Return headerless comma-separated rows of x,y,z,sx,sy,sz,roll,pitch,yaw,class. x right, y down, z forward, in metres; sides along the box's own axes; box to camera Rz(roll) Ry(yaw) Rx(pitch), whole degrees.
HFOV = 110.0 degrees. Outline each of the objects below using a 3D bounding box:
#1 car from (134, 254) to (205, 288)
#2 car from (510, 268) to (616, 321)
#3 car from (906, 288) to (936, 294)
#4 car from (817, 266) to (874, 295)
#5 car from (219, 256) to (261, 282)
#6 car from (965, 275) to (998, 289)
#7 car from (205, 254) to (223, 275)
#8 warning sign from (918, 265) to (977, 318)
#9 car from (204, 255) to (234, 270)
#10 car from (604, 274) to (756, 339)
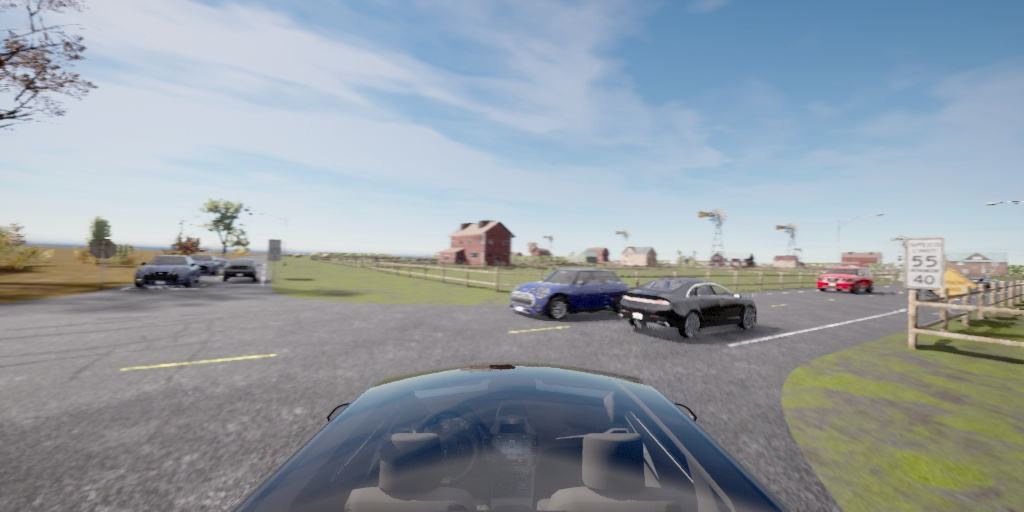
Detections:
-18.693,0.733,19.649,2.097,1.767,4.553,2,-1,-35,car
2.178,1.227,13.124,4.553,1.767,2.097,2,0,-31,car
31.839,2.365,27.178,4.718,1.301,1.895,2,0,-31,car
26.064,1.835,27.970,5.566,2.045,2.150,2,0,-31,car
-18.814,0.948,24.971,1.837,1.490,4.892,2,-1,-35,car
47.610,2.726,36.559,4.902,1.511,2.128,2,0,-30,car
-25.498,0.639,29.490,2.097,1.767,4.553,2,-1,-34,car
16.786,1.393,13.766,1.060,1.860,1.300,0,0,-32,warning sign
-33.237,0.676,40.812,2.128,1.511,4.902,2,-1,-34,car
5.387,1.440,10.753,4.902,1.511,2.128,2,0,-31,car
